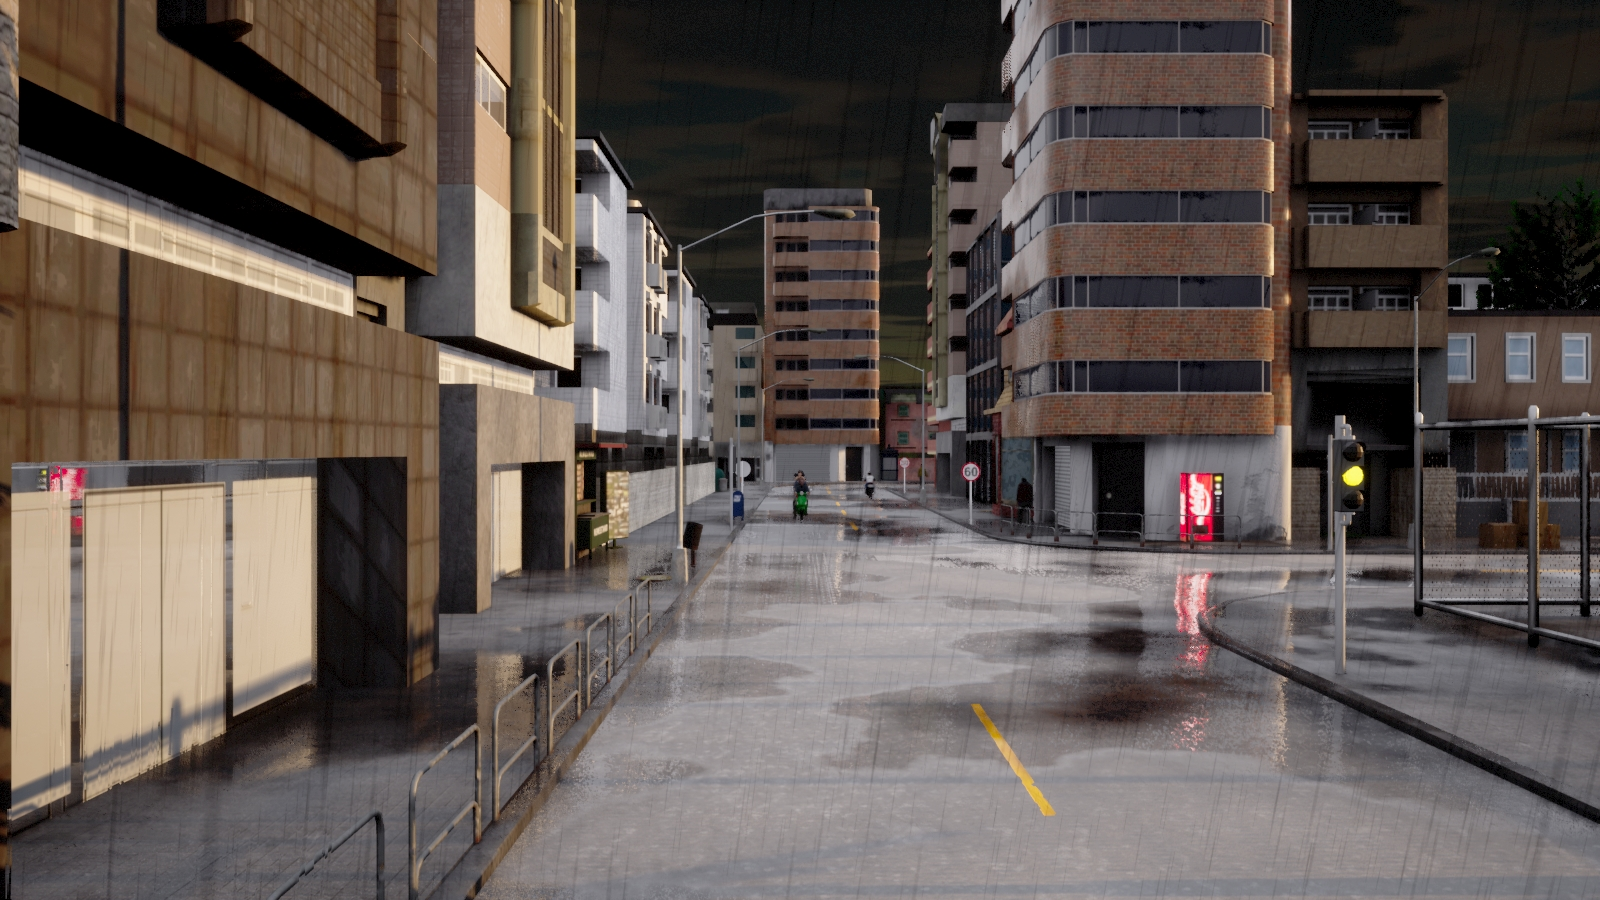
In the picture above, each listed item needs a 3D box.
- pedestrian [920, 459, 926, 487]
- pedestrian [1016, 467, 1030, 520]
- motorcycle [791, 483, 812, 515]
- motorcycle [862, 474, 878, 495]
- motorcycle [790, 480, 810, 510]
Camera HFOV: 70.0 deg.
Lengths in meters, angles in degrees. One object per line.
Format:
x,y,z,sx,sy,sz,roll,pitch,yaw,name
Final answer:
8.281,1.536,77.103,0.375,1.860,0.375,0,0,13,pedestrian
7.824,1.523,40.116,0.375,1.860,0.375,0,0,-6,pedestrian
0.063,1.970,46.521,0.856,1.236,1.805,0,0,0,motorcycle
4.037,2.004,65.978,0.803,1.145,2.033,0,0,0,motorcycle
0.019,1.970,50.389,0.856,1.236,1.805,0,0,0,motorcycle
